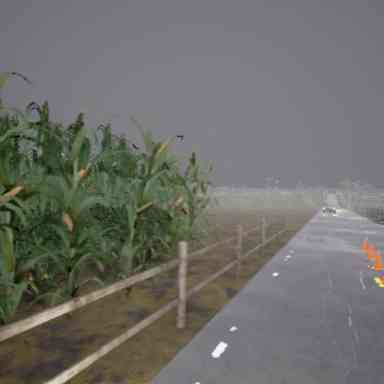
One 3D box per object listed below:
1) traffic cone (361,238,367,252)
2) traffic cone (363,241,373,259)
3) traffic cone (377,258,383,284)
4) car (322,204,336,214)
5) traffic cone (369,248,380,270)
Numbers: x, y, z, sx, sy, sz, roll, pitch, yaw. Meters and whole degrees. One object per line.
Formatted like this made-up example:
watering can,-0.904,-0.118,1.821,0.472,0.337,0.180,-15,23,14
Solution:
traffic cone,7.693,2.345,14.712,0.340,0.580,0.340,2,-1,23
traffic cone,6.928,2.302,12.864,0.340,0.580,0.340,2,-1,23
traffic cone,5.397,2.216,9.170,0.340,0.580,0.340,2,-1,23
car,23.466,2.783,56.886,2.097,1.767,4.553,2,-1,23
traffic cone,6.163,2.259,11.017,0.340,0.580,0.340,2,-1,23
